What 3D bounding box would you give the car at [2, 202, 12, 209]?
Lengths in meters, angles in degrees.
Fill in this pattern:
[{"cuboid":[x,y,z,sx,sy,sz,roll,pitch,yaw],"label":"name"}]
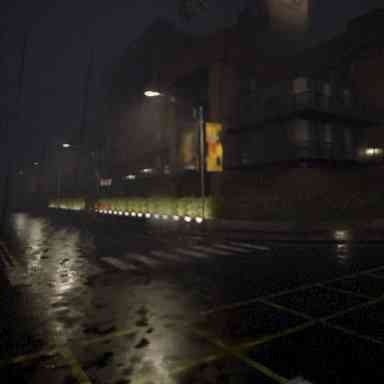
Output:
[{"cuboid":[-42.782,3.118,76.838,2.033,1.411,5.357,0,-1,-33],"label":"car"}]
